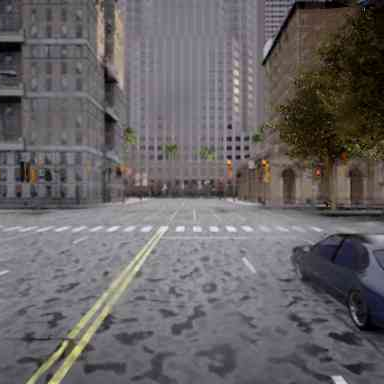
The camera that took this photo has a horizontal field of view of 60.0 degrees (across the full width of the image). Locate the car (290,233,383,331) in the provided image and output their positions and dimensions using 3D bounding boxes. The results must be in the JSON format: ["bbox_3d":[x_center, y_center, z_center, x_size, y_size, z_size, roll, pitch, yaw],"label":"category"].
[{"bbox_3d":[3.598,1.544,6.757,2.033,1.411,5.357,0,0,0],"label":"car"}]
